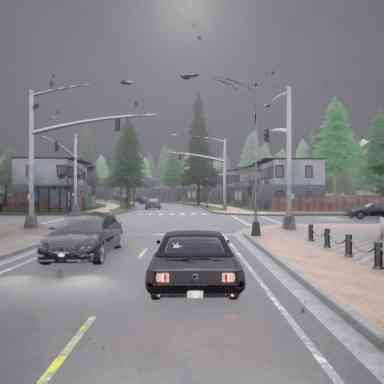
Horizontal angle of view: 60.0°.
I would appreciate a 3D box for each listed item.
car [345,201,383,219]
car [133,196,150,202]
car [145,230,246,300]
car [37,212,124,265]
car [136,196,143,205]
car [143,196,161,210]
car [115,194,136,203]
[{"bbox_3d":[15.403,1.510,28.078,4.674,1.442,1.812,0,0,1],"label":"car"},{"bbox_3d":[-10.968,1.505,71.945,1.994,1.385,4.181,0,0,-36],"label":"car"},{"bbox_3d":[0.032,1.601,8.349,1.895,1.301,4.718,0,0,-1],"label":"car"},{"bbox_3d":[-3.669,1.504,11.715,1.837,1.490,4.892,0,0,-1],"label":"car"},{"bbox_3d":[-7.610,1.513,56.089,2.033,1.411,5.357,0,0,-18],"label":"car"},{"bbox_3d":[-4.949,1.491,42.471,1.812,1.442,4.674,0,0,-6],"label":"car"},{"bbox_3d":[-14.108,1.461,70.381,1.837,1.490,4.892,0,0,-31],"label":"car"}]
